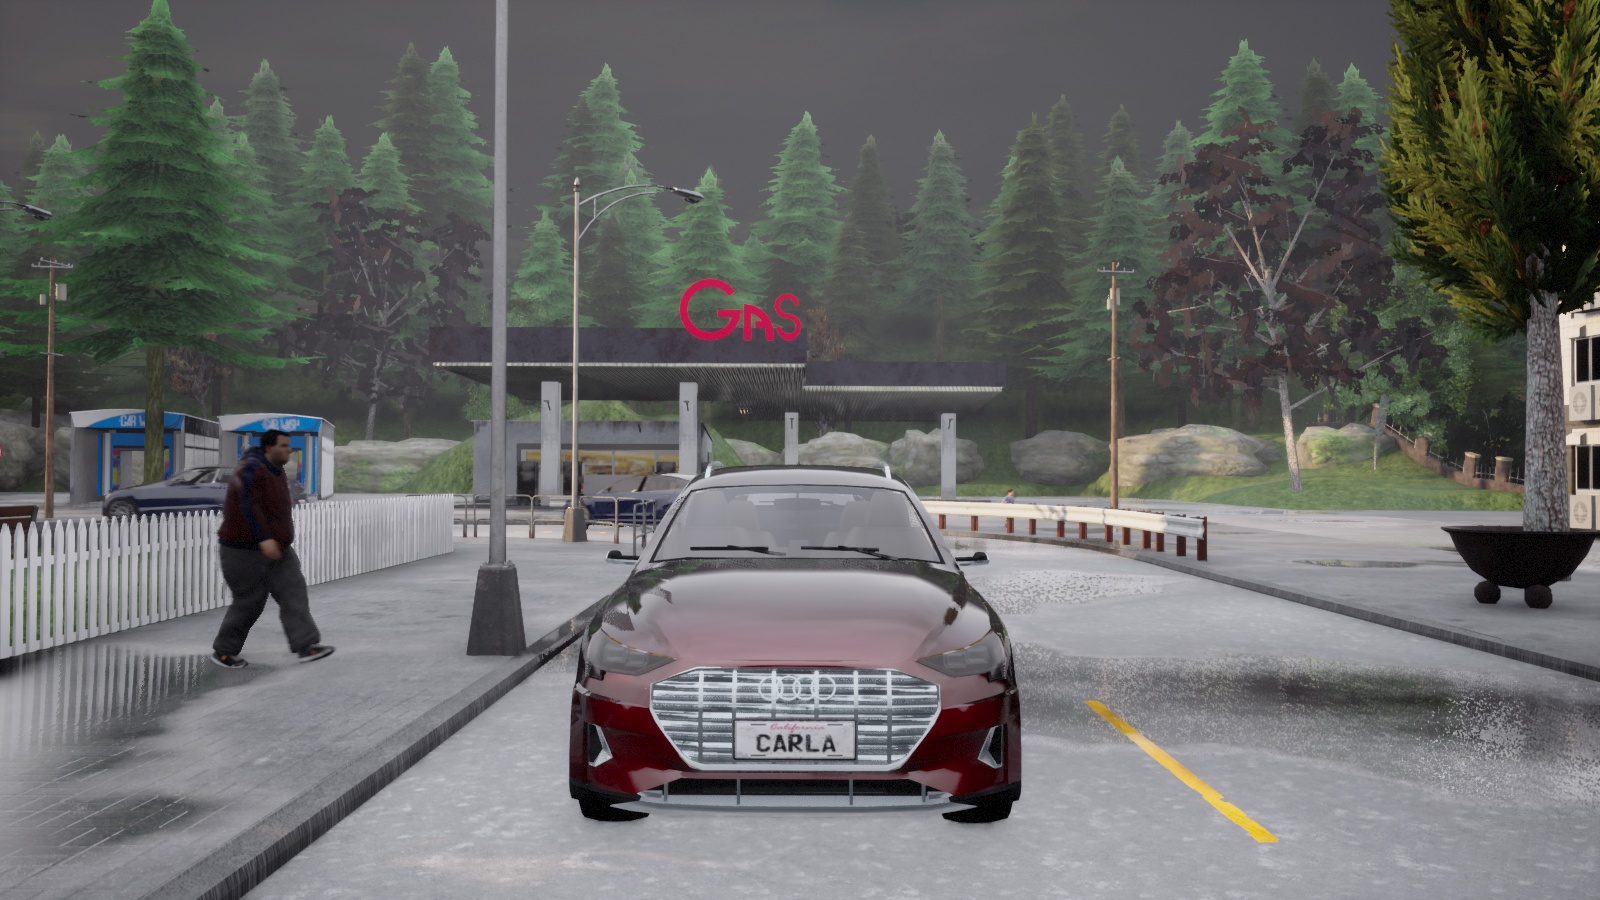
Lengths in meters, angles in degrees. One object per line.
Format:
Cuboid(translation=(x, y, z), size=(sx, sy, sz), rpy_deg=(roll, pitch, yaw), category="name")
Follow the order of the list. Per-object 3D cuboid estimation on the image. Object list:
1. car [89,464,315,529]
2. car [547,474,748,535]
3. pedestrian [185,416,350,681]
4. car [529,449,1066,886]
Cuboid(translation=(-15.926, 1.221, 33.660), size=(5.027, 1.651, 2.152), rpy_deg=(0, -1, 0), category="car")
Cuboid(translation=(-3.985, 1.381, 32.764), size=(4.792, 1.488, 2.163), rpy_deg=(-1, -1, 26), category="car")
Cuboid(translation=(-3.870, 0.693, 9.155), size=(0.899, 1.844, 0.634), rpy_deg=(0, -1, 13), category="pedestrian")
Cuboid(translation=(-0.007, 0.865, 7.197), size=(2.033, 1.649, 4.856), rpy_deg=(0, -1, 0), category="car")
